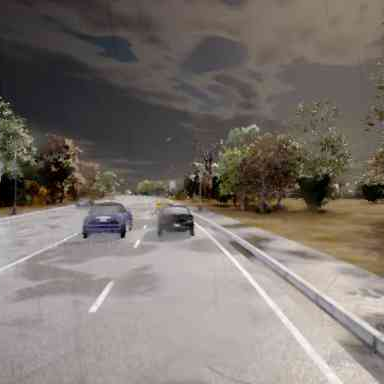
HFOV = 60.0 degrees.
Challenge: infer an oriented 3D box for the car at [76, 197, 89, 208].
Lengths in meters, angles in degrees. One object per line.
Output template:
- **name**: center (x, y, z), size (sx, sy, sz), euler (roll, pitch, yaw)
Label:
- **car**: center (-15.271, 1.520, 47.558), size (2.128, 1.511, 4.902), euler (0, 0, -8)

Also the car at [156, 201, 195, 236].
- **car**: center (-0.957, 1.482, 18.714), size (1.882, 1.535, 5.008), euler (0, 0, -5)

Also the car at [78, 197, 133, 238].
- **car**: center (-4.425, 1.363, 18.076), size (2.097, 1.767, 4.553), euler (0, 0, -5)

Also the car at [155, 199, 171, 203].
- **car**: center (-3.070, 1.486, 36.986), size (1.882, 1.535, 5.008), euler (0, 0, -7)
